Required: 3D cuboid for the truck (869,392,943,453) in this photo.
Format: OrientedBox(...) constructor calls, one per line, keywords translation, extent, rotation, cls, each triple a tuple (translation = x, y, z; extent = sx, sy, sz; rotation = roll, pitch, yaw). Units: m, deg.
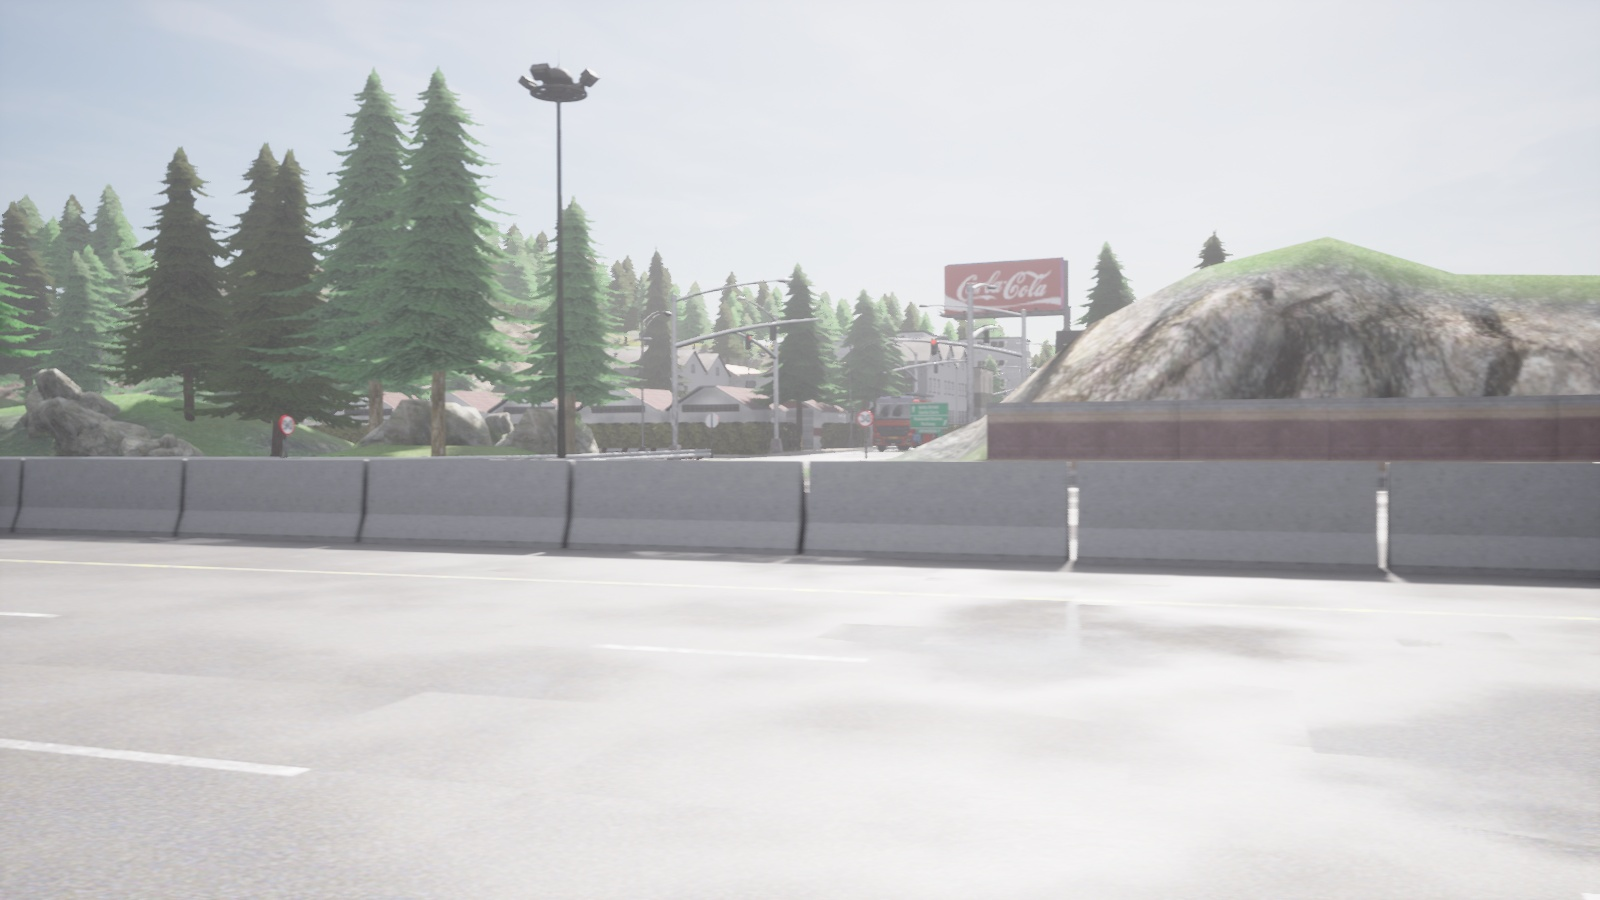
OrientedBox(translation=(7.166, -1.787, 83.968), extent=(2.891, 3.827, 8.468), rotation=(1, 1, 19), cls="truck")
